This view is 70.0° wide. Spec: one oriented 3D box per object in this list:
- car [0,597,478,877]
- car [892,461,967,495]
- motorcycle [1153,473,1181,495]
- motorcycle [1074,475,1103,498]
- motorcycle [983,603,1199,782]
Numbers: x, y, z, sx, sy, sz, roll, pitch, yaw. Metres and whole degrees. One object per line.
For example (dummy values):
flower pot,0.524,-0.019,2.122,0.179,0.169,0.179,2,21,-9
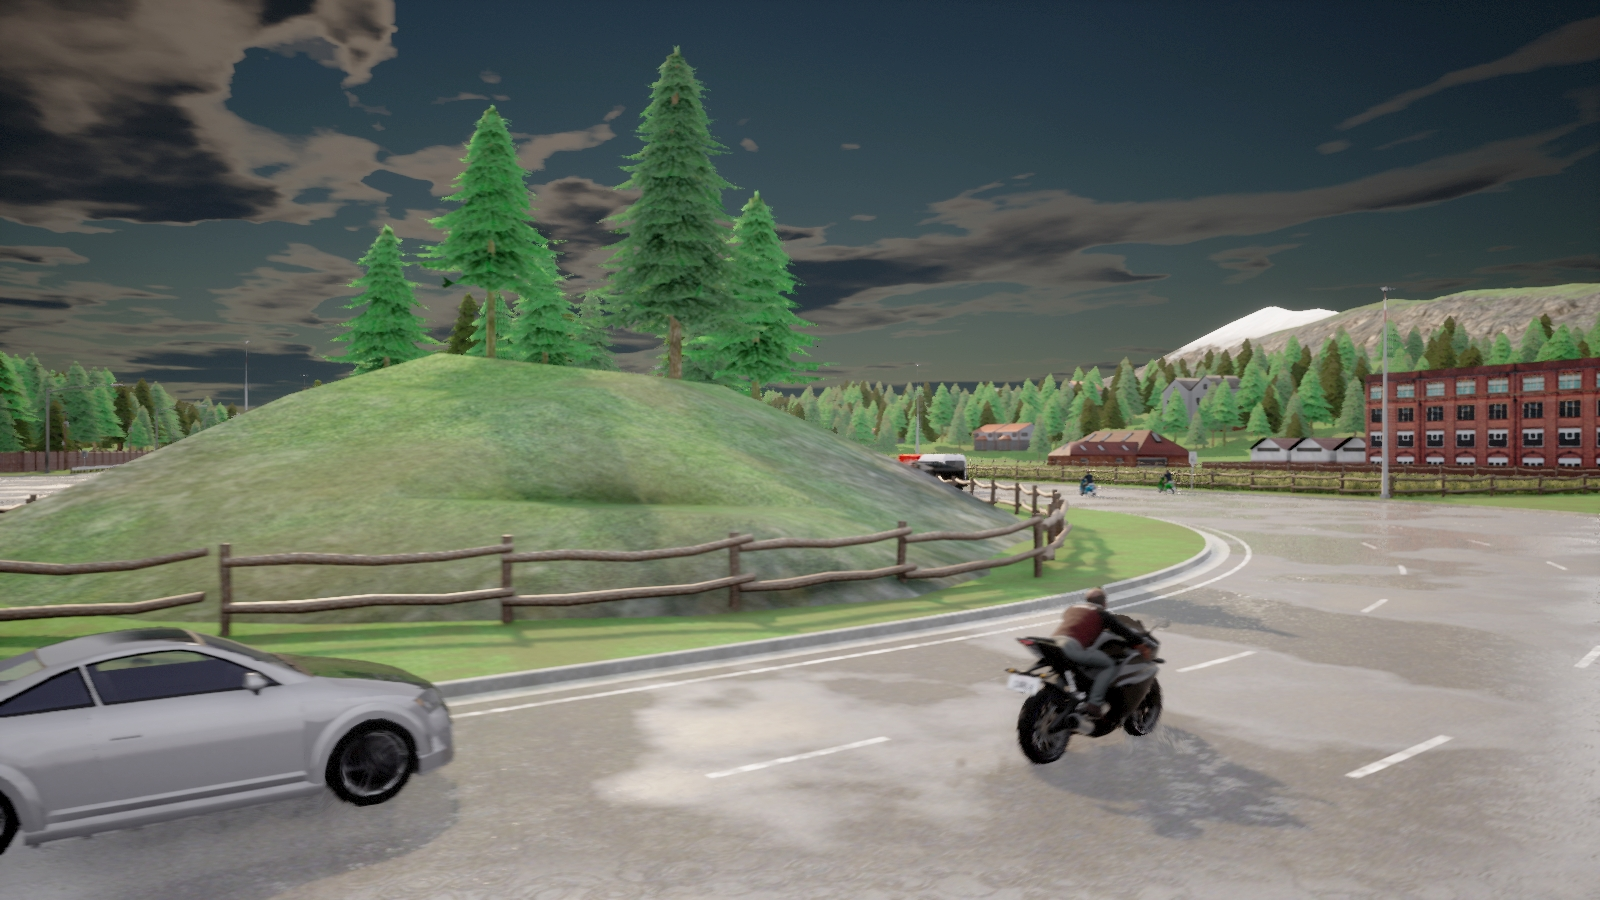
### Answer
car,-4.946,2.121,9.027,4.181,1.385,1.994,0,0,-38
car,8.369,1.785,74.691,2.390,2.098,6.274,0,0,-19
motorcycle,23.622,2.180,73.572,0.856,1.316,1.805,0,0,-19
motorcycle,17.373,2.175,68.930,0.856,1.316,1.805,-2,0,-17
motorcycle,2.790,2.211,10.808,2.209,1.251,0.867,0,-1,-41
